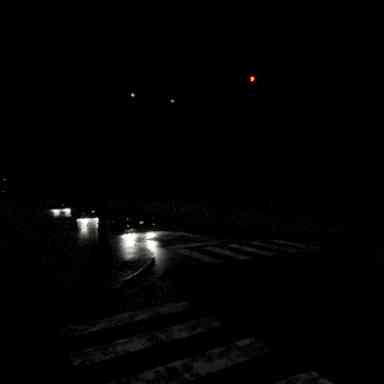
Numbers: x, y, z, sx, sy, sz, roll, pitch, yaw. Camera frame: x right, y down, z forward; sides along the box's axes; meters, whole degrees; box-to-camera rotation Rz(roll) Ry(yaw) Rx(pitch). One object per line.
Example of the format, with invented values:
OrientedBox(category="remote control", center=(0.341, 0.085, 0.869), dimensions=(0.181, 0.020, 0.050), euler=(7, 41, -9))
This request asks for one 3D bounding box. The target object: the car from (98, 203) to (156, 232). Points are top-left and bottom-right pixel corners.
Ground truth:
OrientedBox(category="car", center=(-3.658, 1.400, 19.093), dimensions=(1.994, 1.385, 4.181), euler=(-1, 1, -31))

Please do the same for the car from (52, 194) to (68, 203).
OrientedBox(category="car", center=(-23.150, 1.106, 58.213), dimensions=(1.994, 1.385, 4.181), euler=(-1, 1, -31))

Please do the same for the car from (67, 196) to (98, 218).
OrientedBox(category="car", center=(-8.725, 1.333, 27.637), dimensions=(1.994, 1.385, 4.181), euler=(-1, 1, -31))

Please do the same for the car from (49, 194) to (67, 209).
OrientedBox(category="car", center=(-15.500, 1.250, 39.082), dimensions=(1.994, 1.385, 4.181), euler=(-1, 1, -31))

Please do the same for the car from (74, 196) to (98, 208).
OrientedBox(category="car", center=(-13.447, 1.214, 41.865), dimensions=(1.994, 1.385, 4.181), euler=(-1, 1, -31))
